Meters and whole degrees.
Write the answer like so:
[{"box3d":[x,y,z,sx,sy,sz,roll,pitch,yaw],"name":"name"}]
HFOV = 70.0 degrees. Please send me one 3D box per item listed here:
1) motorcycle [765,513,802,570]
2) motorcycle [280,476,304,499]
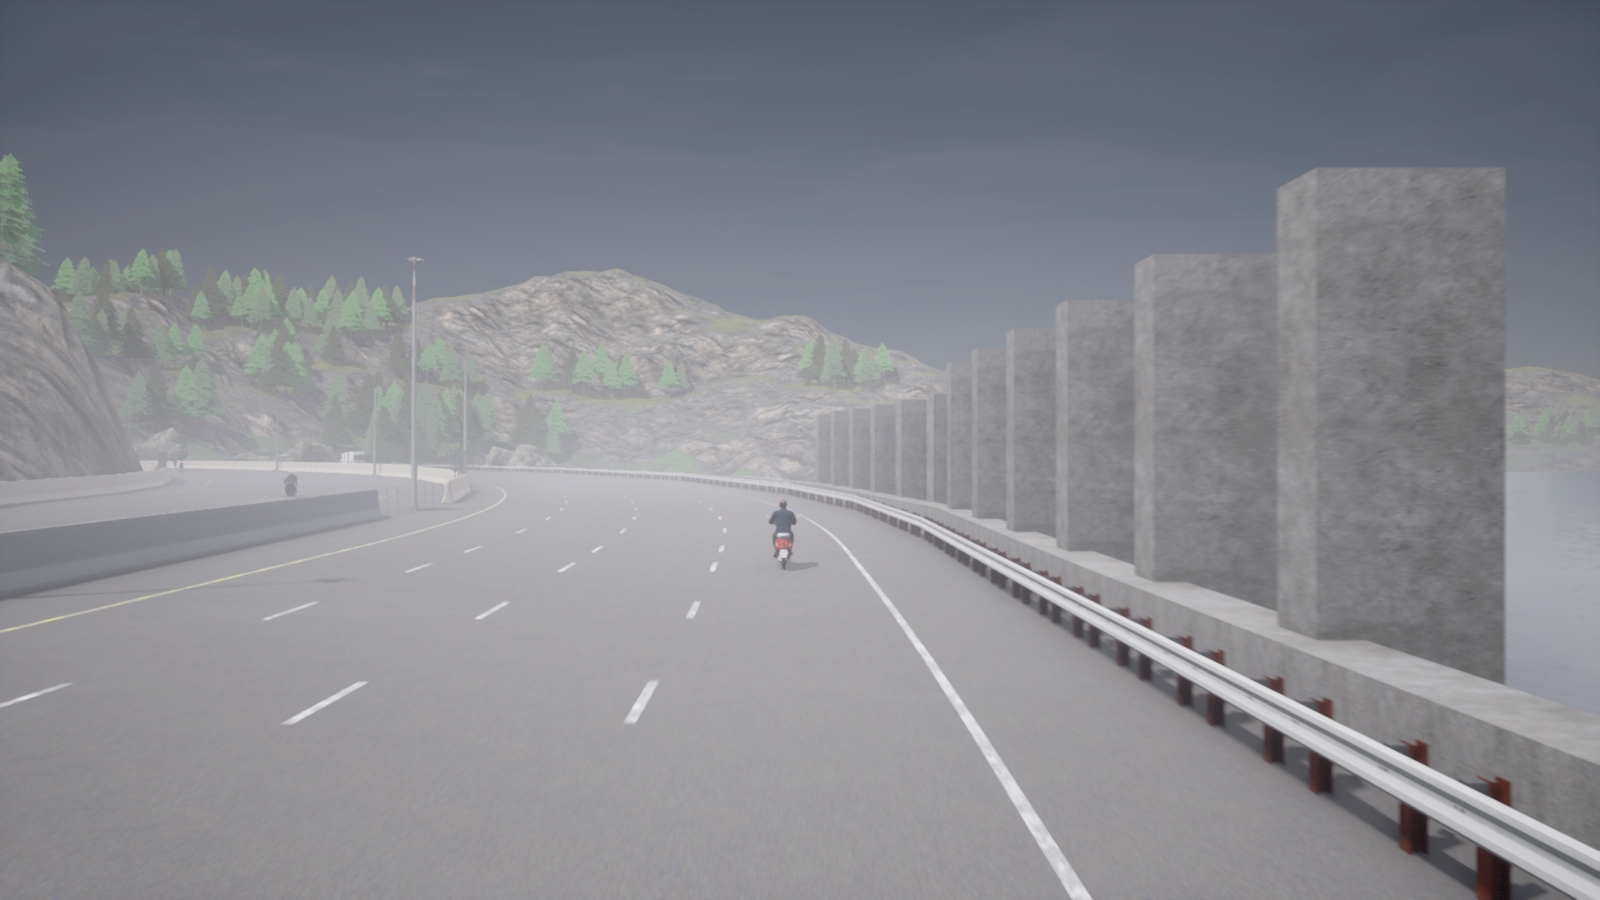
[{"box3d":[-0.404,2.178,27.464,0.856,1.236,1.805,0,0,-1],"name":"motorcycle"},{"box3d":[-29.881,2.197,67.213,0.867,1.251,2.209,-1,0,-14],"name":"motorcycle"}]
